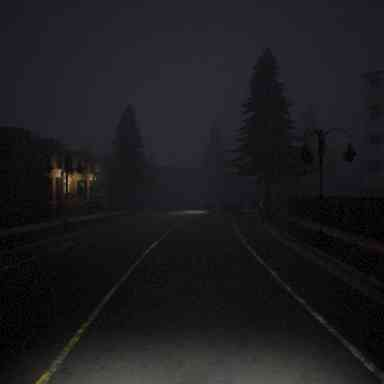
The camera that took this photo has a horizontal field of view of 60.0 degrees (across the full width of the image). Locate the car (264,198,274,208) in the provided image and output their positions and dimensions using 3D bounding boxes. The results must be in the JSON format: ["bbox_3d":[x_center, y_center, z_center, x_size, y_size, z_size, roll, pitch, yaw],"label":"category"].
[{"bbox_3d":[11.705,1.790,54.234,1.837,1.490,4.892,0,0,36],"label":"car"}]

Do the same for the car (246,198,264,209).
[{"bbox_3d":[8.647,1.734,49.478,1.882,1.535,5.008,0,0,29],"label":"car"}]

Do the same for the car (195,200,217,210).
[{"bbox_3d":[2.006,1.829,46.022,1.895,1.301,4.718,0,0,23],"label":"car"}]

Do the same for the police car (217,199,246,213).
[{"bbox_3d":[4.943,1.634,40.945,1.930,1.638,5.238,0,0,18],"label":"police car"}]
